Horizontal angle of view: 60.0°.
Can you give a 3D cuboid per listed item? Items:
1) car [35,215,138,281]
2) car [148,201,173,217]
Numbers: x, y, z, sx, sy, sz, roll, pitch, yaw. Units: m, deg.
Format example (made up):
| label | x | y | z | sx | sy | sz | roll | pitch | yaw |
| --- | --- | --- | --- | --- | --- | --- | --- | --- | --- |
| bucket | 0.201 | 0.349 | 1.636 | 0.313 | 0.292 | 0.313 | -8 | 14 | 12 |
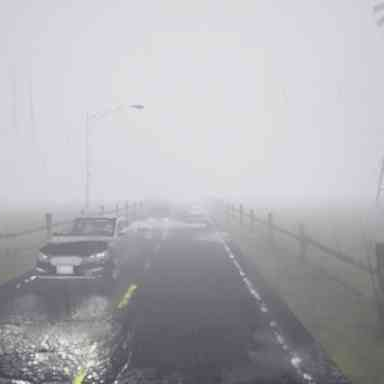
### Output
| label | x | y | z | sx | sy | sz | roll | pitch | yaw |
| --- | --- | --- | --- | --- | --- | --- | --- | --- | --- |
| car | -2.815 | 1.474 | 9.852 | 2.128 | 1.511 | 4.902 | 0 | 0 | 0 |
| car | -2.760 | 1.512 | 29.965 | 1.994 | 1.385 | 4.181 | 0 | 0 | 0 |
